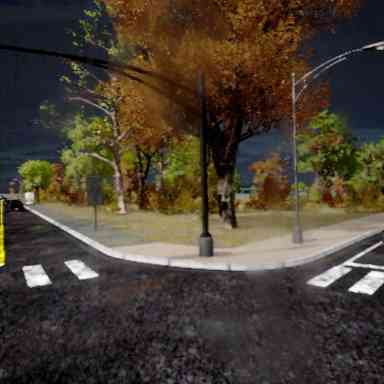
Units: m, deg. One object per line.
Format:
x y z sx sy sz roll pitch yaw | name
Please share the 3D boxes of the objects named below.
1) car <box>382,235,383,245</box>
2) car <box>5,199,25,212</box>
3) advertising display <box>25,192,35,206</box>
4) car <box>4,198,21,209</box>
9.800 1.612 14.239 2.033 1.411 5.357 -1 -1 43 | car
-22.452 1.729 42.293 1.837 1.490 4.892 -2 1 -31 | car
-29.336 1.269 60.277 1.540 2.440 0.280 -2 1 -30 | advertising display
-27.603 1.778 51.184 2.128 1.511 4.902 -2 1 -30 | car
